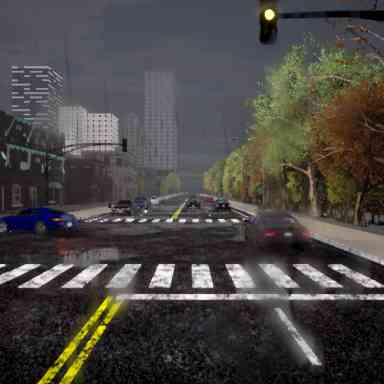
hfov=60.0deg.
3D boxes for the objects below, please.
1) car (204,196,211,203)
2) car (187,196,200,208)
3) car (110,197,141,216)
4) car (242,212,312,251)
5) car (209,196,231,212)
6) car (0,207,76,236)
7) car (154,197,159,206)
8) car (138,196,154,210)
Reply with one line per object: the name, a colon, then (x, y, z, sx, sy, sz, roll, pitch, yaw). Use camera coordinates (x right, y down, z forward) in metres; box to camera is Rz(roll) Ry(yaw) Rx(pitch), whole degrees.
car: (3.397, 1.535, 65.434, 1.994, 1.385, 4.181, 0, 0, 0)
car: (0.199, 1.581, 47.595, 1.895, 1.301, 4.718, 0, 0, 0)
car: (-6.524, 1.514, 32.588, 1.812, 1.442, 4.674, 0, 0, 0)
car: (3.381, 1.544, 14.158, 2.033, 1.411, 5.357, 0, 0, 0)
car: (3.429, 1.532, 38.758, 2.033, 1.411, 5.357, 0, 0, 0)
car: (-8.497, 1.531, 18.224, 4.674, 1.442, 1.812, 0, 0, 23)
car: (-6.465, 1.504, 54.268, 1.812, 1.442, 4.674, 0, 1, 0)
car: (-6.500, 1.335, 42.781, 2.097, 1.767, 4.553, 0, 0, 0)
